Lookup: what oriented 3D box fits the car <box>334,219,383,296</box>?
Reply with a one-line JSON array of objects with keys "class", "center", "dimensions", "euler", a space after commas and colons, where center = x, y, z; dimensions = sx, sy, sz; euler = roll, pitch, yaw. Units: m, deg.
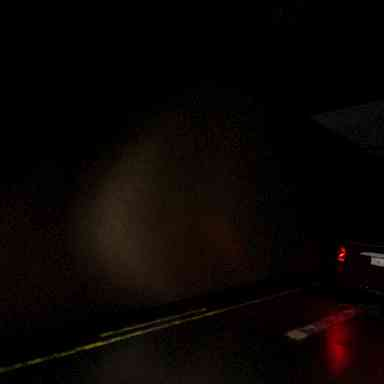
[{"class": "car", "center": [5.288, 1.352, 7.552], "dimensions": [4.553, 1.767, 2.097], "euler": [0, 0, -35]}]
